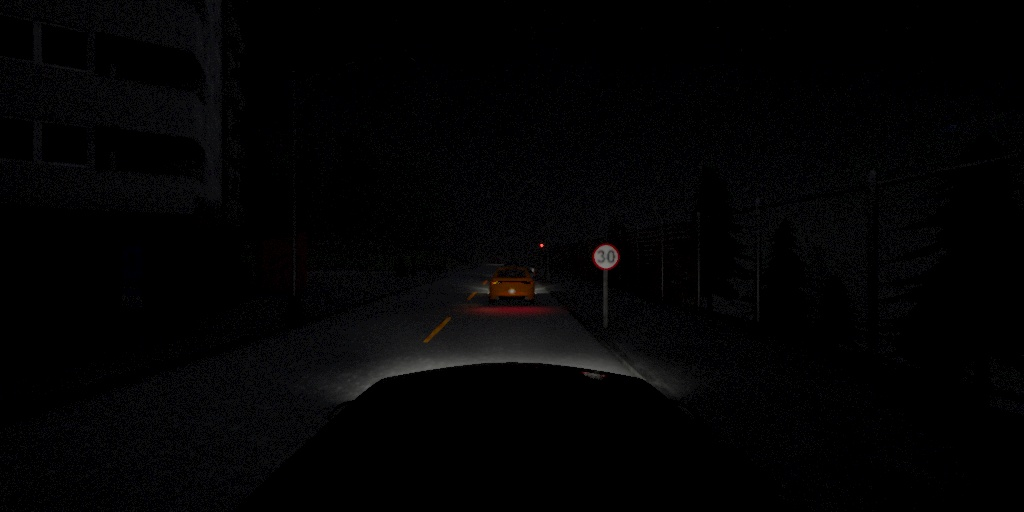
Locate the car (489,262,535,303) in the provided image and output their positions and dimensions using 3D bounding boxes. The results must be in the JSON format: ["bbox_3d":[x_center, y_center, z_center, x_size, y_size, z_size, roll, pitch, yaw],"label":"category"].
[{"bbox_3d":[0.000,1.232,16.500,1.882,1.535,5.008,0,0,0],"label":"car"}]

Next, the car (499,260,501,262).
[{"bbox_3d":[0.000,1.280,31.500,1.812,1.442,4.674,0,0,0],"label":"car"}]
